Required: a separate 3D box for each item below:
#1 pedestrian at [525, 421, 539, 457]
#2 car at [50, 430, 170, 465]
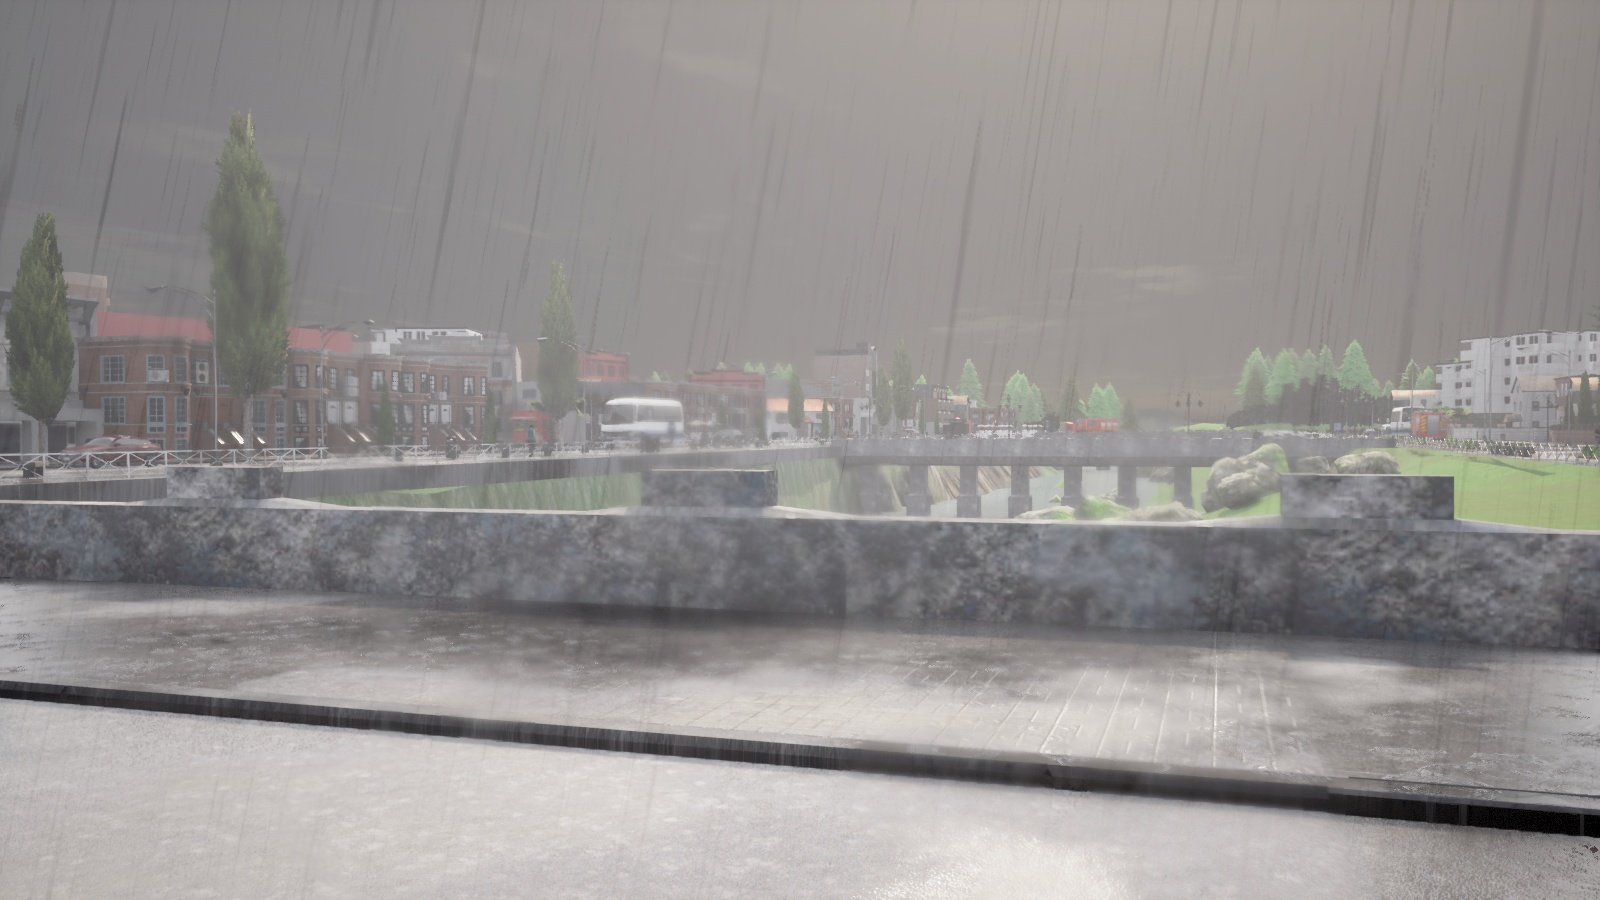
[{"bbox_3d":[-14.631,-0.616,68.530,0.396,1.930,0.692,1,1,23],"label":"pedestrian"},{"bbox_3d":[-30.535,-0.154,55.737,1.812,1.442,4.674,1,1,19],"label":"car"}]
